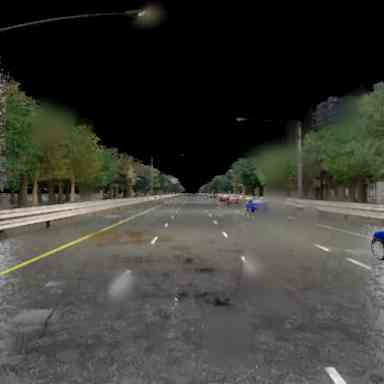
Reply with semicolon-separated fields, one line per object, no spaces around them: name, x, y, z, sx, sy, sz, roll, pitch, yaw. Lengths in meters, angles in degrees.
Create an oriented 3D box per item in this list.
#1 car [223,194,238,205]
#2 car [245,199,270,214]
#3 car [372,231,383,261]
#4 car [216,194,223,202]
car;7.005;1.554;58.258;1.812;1.442;4.674;0;0;0
car;6.999;1.505;35.893;1.882;1.535;5.008;0;0;0
car;6.998;1.498;9.231;1.882;1.535;5.008;0;0;0
car;7.038;1.528;74.247;1.882;1.535;5.008;0;0;0
